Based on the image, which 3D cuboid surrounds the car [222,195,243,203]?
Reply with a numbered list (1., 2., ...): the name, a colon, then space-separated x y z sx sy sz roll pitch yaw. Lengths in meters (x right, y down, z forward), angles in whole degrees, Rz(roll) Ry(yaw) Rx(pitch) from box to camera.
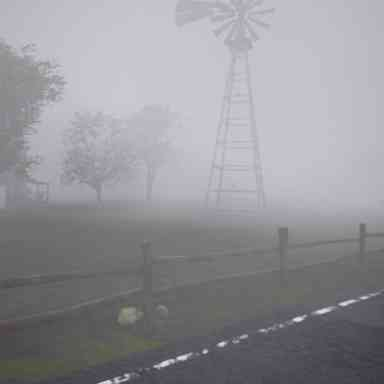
1. car: 8.110 1.351 67.354 1.837 1.490 4.892 2 0 -35
